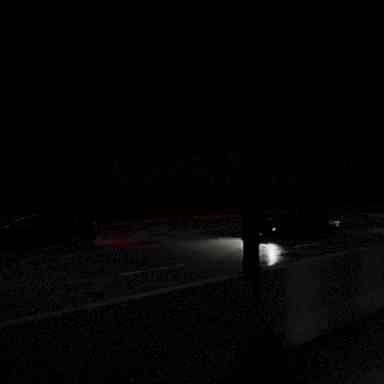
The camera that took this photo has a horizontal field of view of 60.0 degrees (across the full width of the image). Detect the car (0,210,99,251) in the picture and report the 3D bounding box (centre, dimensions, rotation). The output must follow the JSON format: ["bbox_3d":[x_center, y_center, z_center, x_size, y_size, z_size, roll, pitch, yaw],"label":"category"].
[{"bbox_3d":[-6.032,1.479,12.588,4.902,1.511,2.128,0,0,-36],"label":"car"}]

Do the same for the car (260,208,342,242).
[{"bbox_3d":[5.170,1.479,16.281,5.357,1.411,2.033,0,0,-36],"label":"car"}]
